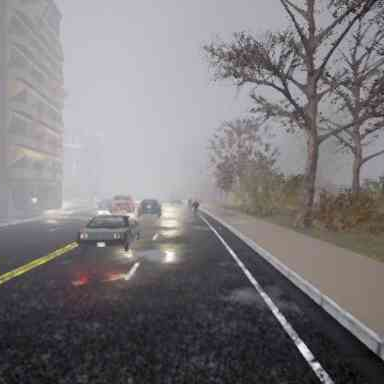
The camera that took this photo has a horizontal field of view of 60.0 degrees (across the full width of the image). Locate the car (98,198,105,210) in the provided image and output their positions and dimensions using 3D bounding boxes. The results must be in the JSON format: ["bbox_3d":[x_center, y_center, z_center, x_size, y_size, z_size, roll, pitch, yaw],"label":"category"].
[{"bbox_3d":[-11.403,1.579,45.013,2.128,1.511,4.902,0,0,-4],"label":"car"}]

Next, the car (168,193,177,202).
[{"bbox_3d":[-4.316,1.343,76.271,2.150,2.045,5.566,0,0,-7],"label":"car"}]

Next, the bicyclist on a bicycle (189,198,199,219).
[{"bbox_3d":[0.307,1.417,27.170,0.659,1.776,1.843,0,0,-2],"label":"bicyclist on a bicycle"}]

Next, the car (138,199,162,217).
[{"bbox_3d":[-3.966,1.410,31.999,2.097,1.767,4.553,0,0,-3],"label":"car"}]

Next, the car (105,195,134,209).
[{"bbox_3d":[-7.633,1.294,36.456,2.150,2.045,5.566,0,-1,-3],"label":"car"}]

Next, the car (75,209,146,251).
[{"bbox_3d":[-3.336,1.629,14.277,1.895,1.301,4.718,0,0,-1],"label":"car"}]

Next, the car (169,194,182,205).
[{"bbox_3d":[-2.920,1.665,62.881,1.994,1.385,4.181,0,0,-5],"label":"car"}]
